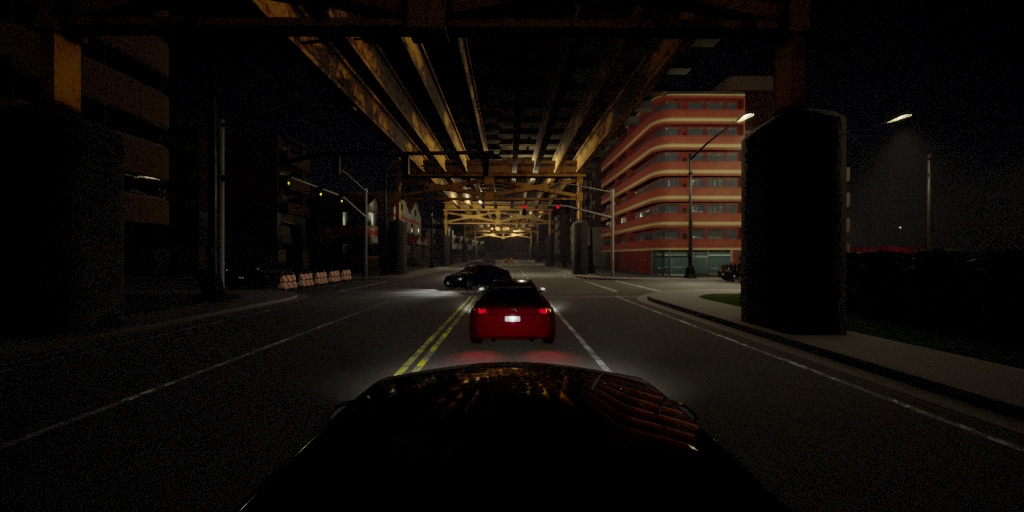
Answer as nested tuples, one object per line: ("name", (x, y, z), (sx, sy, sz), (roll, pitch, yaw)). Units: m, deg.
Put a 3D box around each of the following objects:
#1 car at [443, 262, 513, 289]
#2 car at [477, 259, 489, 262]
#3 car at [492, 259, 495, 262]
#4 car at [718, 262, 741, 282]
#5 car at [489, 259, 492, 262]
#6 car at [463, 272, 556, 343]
("car", (-2.052, 1.276, 22.028), (1.812, 1.442, 4.674), (-1, -1, 43))
("car", (-3.933, 1.314, 38.667), (1.994, 1.385, 4.181), (0, 0, 0))
("car", (-4.101, 1.264, 57.875), (1.812, 1.442, 4.674), (0, 0, 0))
("car", (18.189, 0.971, 26.212), (5.566, 2.045, 2.150), (0, 0, 0))
("car", (-4.016, 1.351, 47.553), (1.895, 1.301, 4.718), (0, 0, 0))
("car", (0.006, 1.314, 9.663), (1.994, 1.385, 4.181), (0, 0, 0))
